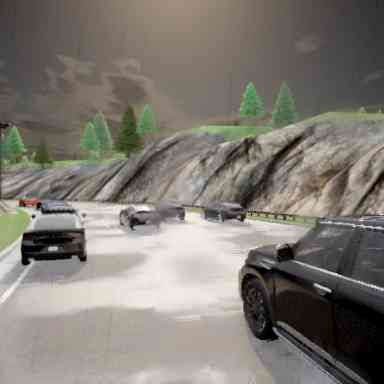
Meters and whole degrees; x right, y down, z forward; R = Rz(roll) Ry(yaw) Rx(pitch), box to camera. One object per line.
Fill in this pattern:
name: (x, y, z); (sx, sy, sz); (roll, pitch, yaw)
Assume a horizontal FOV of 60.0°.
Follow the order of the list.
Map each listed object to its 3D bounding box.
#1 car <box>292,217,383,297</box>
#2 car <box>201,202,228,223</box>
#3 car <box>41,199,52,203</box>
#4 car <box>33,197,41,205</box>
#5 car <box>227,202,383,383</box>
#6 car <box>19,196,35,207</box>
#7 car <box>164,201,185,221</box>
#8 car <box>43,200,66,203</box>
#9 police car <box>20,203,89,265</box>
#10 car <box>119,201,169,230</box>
car: (4.862, 1.547, 8.133); (2.033, 1.411, 5.357); (0, 0, -16)
car: (2.331, 1.502, 25.524); (1.837, 1.490, 4.892); (0, 0, -23)
car: (-10.347, 1.475, 25.590); (1.882, 1.535, 5.008); (0, 0, -26)
car: (-18.149, 1.559, 41.568); (1.994, 1.385, 4.181); (0, 0, -35)
car: (2.410, 1.221, 3.654); (2.150, 2.045, 5.566); (0, 0, -14)
car: (-25.120, 1.345, 51.162); (2.097, 1.767, 4.553); (0, 0, -38)
car: (-2.104, 1.501, 26.908); (1.837, 1.490, 4.892); (0, 0, -24)
car: (-8.062, 1.503, 20.519); (1.837, 1.490, 4.892); (0, 0, -23)
police car: (-4.800, 1.424, 11.963); (1.930, 1.638, 5.238); (0, 0, -19)
car: (-3.367, 1.489, 21.011); (2.128, 1.511, 4.902); (0, 0, -22)
